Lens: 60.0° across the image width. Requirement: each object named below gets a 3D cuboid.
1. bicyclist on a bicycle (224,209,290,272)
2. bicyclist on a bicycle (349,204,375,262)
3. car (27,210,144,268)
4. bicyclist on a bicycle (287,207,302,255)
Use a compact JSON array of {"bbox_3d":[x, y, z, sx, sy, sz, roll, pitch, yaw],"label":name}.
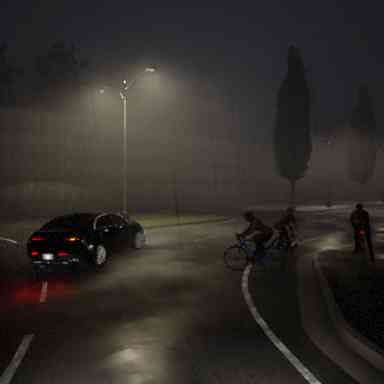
[{"bbox_3d":[1.680,1.337,8.958,1.656,1.620,0.582,0,1,7],"label":"bicyclist on a bicycle"},{"bbox_3d":[4.968,1.177,9.837,0.582,1.620,1.656,0,1,18],"label":"bicyclist on a bicycle"},{"bbox_3d":[-3.136,1.363,10.831,1.837,1.490,4.892,-1,0,13],"label":"car"},{"bbox_3d":[3.096,1.314,10.812,1.656,1.620,0.582,0,1,-38],"label":"bicyclist on a bicycle"}]
